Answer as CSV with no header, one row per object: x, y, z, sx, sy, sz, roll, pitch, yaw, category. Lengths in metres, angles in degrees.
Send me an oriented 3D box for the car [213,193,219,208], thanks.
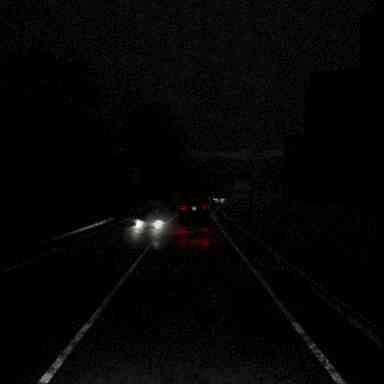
1.904,1.268,42.505,1.801,1.575,5.366,1,1,10,car

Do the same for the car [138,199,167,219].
-3.328,1.400,28.437,1.882,1.535,5.008,0,0,3,car

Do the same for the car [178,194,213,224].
0.197,1.168,24.441,2.150,2.045,5.566,0,0,1,car

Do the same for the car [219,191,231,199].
6.330,0.598,67.912,2.033,1.411,5.357,3,3,24,car
